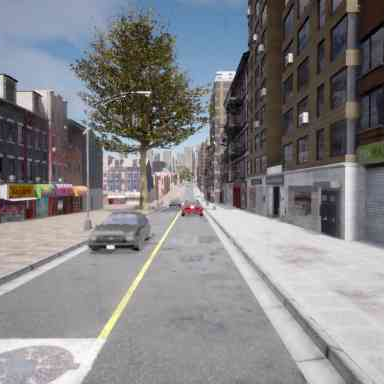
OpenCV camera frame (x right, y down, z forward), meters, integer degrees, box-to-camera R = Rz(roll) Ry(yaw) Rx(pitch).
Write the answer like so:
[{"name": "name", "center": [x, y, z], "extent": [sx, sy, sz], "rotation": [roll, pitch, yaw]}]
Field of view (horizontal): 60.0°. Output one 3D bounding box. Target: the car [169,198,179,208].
[{"name": "car", "center": [-2.860, 1.887, 57.664], "extent": [2.097, 1.767, 4.553], "rotation": [0, -1, 0]}]

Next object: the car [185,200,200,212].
[{"name": "car", "center": [0.021, 1.794, 44.356], "extent": [1.837, 1.490, 4.892], "rotation": [0, -1, 0]}]

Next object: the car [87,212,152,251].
[{"name": "car", "center": [-2.877, 1.571, 14.389], "extent": [2.033, 1.411, 5.357], "rotation": [0, 0, 0]}]

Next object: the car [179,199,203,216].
[{"name": "car", "center": [0.031, 1.518, 34.055], "extent": [2.097, 1.767, 4.553], "rotation": [0, -1, 0]}]
